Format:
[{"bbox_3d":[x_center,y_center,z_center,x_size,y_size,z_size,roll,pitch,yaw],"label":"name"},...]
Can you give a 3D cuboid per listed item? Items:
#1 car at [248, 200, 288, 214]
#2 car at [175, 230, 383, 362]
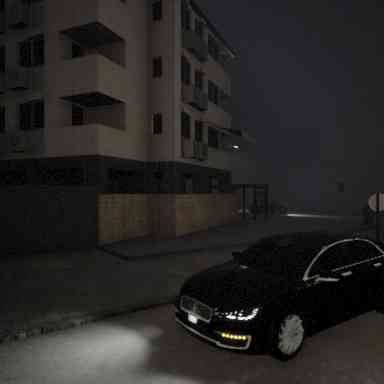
[{"bbox_3d":[7.873,1.564,34.763,1.994,1.385,4.181,0,0,-35],"label":"car"},{"bbox_3d":[1.996,1.505,6.000,4.892,1.490,1.837,0,0,-35],"label":"car"}]
